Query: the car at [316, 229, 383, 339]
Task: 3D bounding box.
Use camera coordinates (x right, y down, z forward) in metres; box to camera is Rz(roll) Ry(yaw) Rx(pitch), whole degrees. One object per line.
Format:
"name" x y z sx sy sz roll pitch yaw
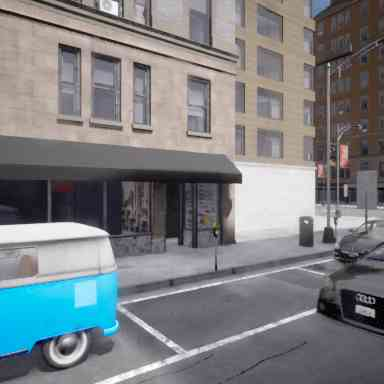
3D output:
"car" 4.162 1.563 6.027 4.181 1.385 1.994 0 0 -35

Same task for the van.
"van" -2.923 1.341 4.105 3.998 1.788 1.690 0 0 -35

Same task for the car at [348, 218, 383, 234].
"car" 6.300 1.550 10.674 4.403 1.369 2.008 0 0 -35
